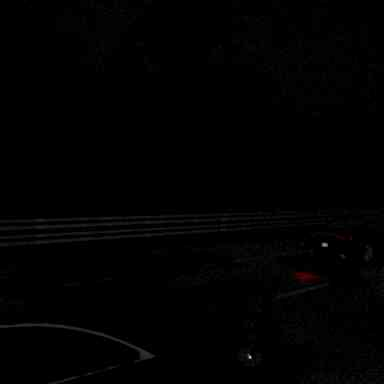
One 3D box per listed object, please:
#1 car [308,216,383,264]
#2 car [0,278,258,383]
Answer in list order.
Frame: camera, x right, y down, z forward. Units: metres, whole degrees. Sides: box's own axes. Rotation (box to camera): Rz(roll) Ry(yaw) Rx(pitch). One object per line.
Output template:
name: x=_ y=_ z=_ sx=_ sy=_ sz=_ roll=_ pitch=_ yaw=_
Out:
car: x=6.503 y=1.671 z=12.682 sx=5.008 sy=1.535 sz=1.882 roll=1 pitch=-1 yaw=-35
car: x=-1.587 y=1.508 z=2.615 sx=4.892 sy=1.490 sz=1.837 roll=1 pitch=0 yaw=-35
